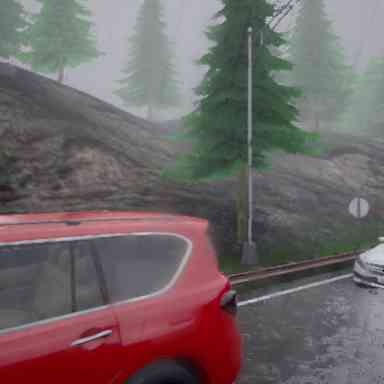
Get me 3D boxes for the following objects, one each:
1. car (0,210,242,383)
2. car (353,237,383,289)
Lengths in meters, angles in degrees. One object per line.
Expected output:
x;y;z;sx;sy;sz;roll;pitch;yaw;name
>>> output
-2.107;1.220;2.489;5.566;2.045;2.150;0;0;-36;car
5.858;1.555;8.156;4.674;1.442;1.812;0;0;-36;car
